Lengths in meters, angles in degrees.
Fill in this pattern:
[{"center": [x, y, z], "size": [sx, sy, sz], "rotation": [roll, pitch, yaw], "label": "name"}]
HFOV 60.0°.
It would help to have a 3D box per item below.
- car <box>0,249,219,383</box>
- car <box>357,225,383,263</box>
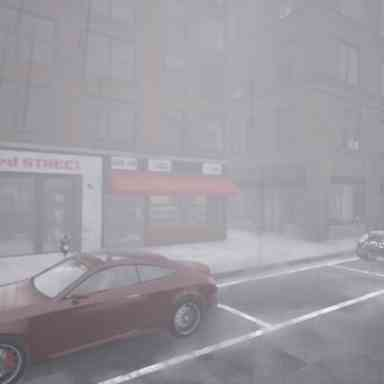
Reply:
[{"center": [-1.473, 1.600, 5.137], "size": [4.206, 1.307, 1.802], "rotation": [1, 0, -35], "label": "car"}, {"center": [7.527, 1.583, 11.530], "size": [4.097, 1.590, 1.967], "rotation": [1, 0, -35], "label": "car"}]
